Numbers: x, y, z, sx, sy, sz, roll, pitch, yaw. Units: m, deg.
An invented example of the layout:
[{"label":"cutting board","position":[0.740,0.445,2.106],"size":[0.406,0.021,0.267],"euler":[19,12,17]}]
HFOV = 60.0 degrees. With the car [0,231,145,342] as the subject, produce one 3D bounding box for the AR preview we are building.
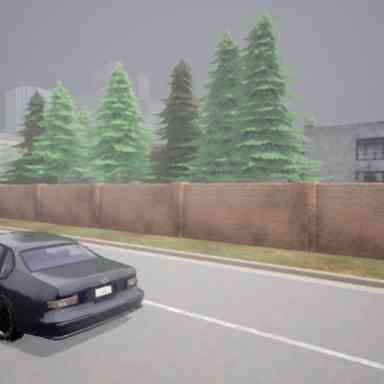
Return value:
[{"label":"car","position":[-3.353,1.492,6.375],"size":[5.357,1.411,2.033],"euler":[1,0,35]}]
